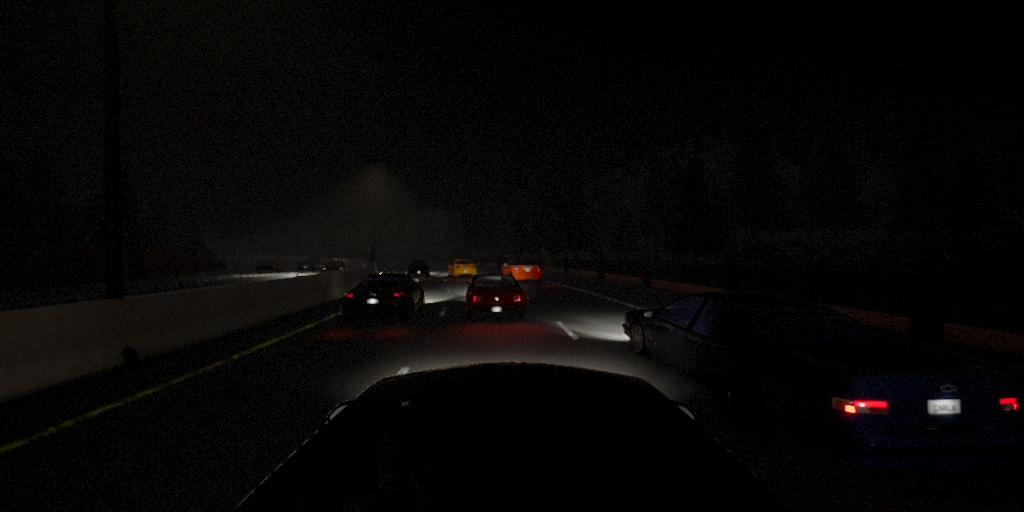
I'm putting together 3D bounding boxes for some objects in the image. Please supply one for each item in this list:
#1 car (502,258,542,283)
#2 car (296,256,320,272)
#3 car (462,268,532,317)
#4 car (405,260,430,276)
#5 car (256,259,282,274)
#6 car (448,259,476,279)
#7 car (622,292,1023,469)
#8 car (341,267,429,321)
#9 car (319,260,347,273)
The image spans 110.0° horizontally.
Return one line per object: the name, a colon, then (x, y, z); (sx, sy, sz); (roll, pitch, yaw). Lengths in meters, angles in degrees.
car: (0.562, 0.931, 25.546); (2.097, 1.767, 4.553); (0, 0, -13)
car: (-23.886, 1.045, 41.788); (2.128, 1.511, 4.902); (0, 0, -26)
car: (-0.695, 1.275, 12.800); (1.895, 1.301, 4.718); (0, 0, -6)
car: (-8.384, 1.072, 31.845); (1.837, 1.490, 4.892); (0, 0, -17)
car: (-26.570, 1.057, 39.328); (1.882, 1.535, 5.008); (0, 1, -26)
car: (-4.310, 1.040, 30.469); (1.882, 1.535, 5.008); (0, 0, -16)
car: (3.415, 1.259, 5.434); (2.033, 1.411, 5.357); (0, 0, -3)
car: (-4.211, 1.254, 12.255); (1.994, 1.385, 4.181); (0, 0, -6)
car: (-16.781, 1.106, 34.152); (1.812, 1.442, 4.674); (0, 0, -21)
